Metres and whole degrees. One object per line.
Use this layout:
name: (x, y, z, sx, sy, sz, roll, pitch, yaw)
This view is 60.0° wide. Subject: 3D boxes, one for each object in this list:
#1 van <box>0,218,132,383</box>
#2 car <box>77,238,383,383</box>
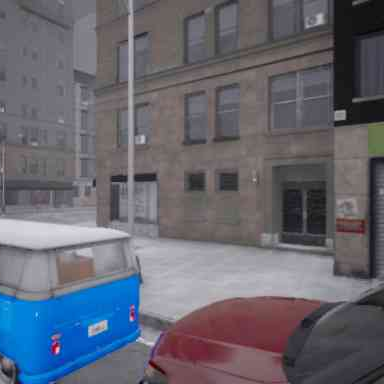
van: (-2.597, 1.340, 4.934, 3.998, 1.788, 1.690, 0, 0, 36)
car: (1.900, 1.315, 1.726, 5.009, 1.841, 2.192, 0, 0, 36)
